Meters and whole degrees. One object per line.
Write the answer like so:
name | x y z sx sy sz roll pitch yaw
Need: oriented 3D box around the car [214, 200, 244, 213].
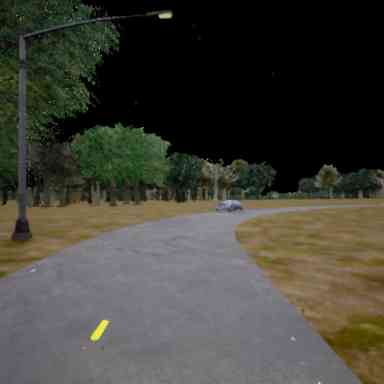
car | 4.299 1.597 37.817 1.812 1.442 4.674 -1 -1 33

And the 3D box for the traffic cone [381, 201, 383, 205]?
traffic cone | 33.886 1.962 59.180 0.340 0.580 0.340 0 -1 -10
